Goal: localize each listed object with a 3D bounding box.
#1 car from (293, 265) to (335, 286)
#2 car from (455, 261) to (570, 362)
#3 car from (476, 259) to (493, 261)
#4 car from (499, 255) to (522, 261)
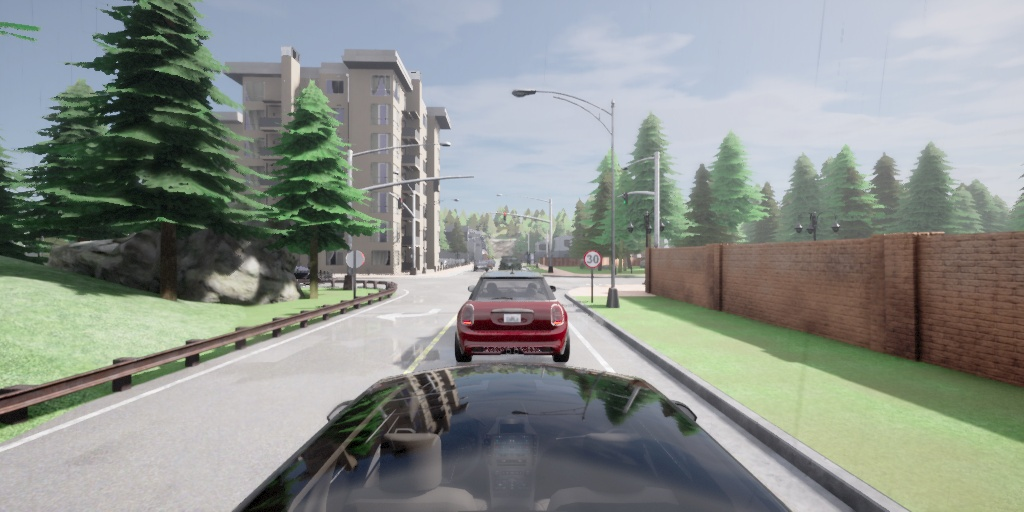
[{"bbox_3d":[-15.409,1.310,24.980,5.357,1.411,2.033,0,0,-1],"label":"car"},{"bbox_3d":[0.005,1.101,8.354,2.097,1.767,4.553,0,0,0],"label":"car"},{"bbox_3d":[-3.982,1.235,46.675,2.128,1.511,4.902,0,0,-1],"label":"car"},{"bbox_3d":[-0.165,0.967,37.742,2.150,2.045,5.566,0,0,1],"label":"car"}]
